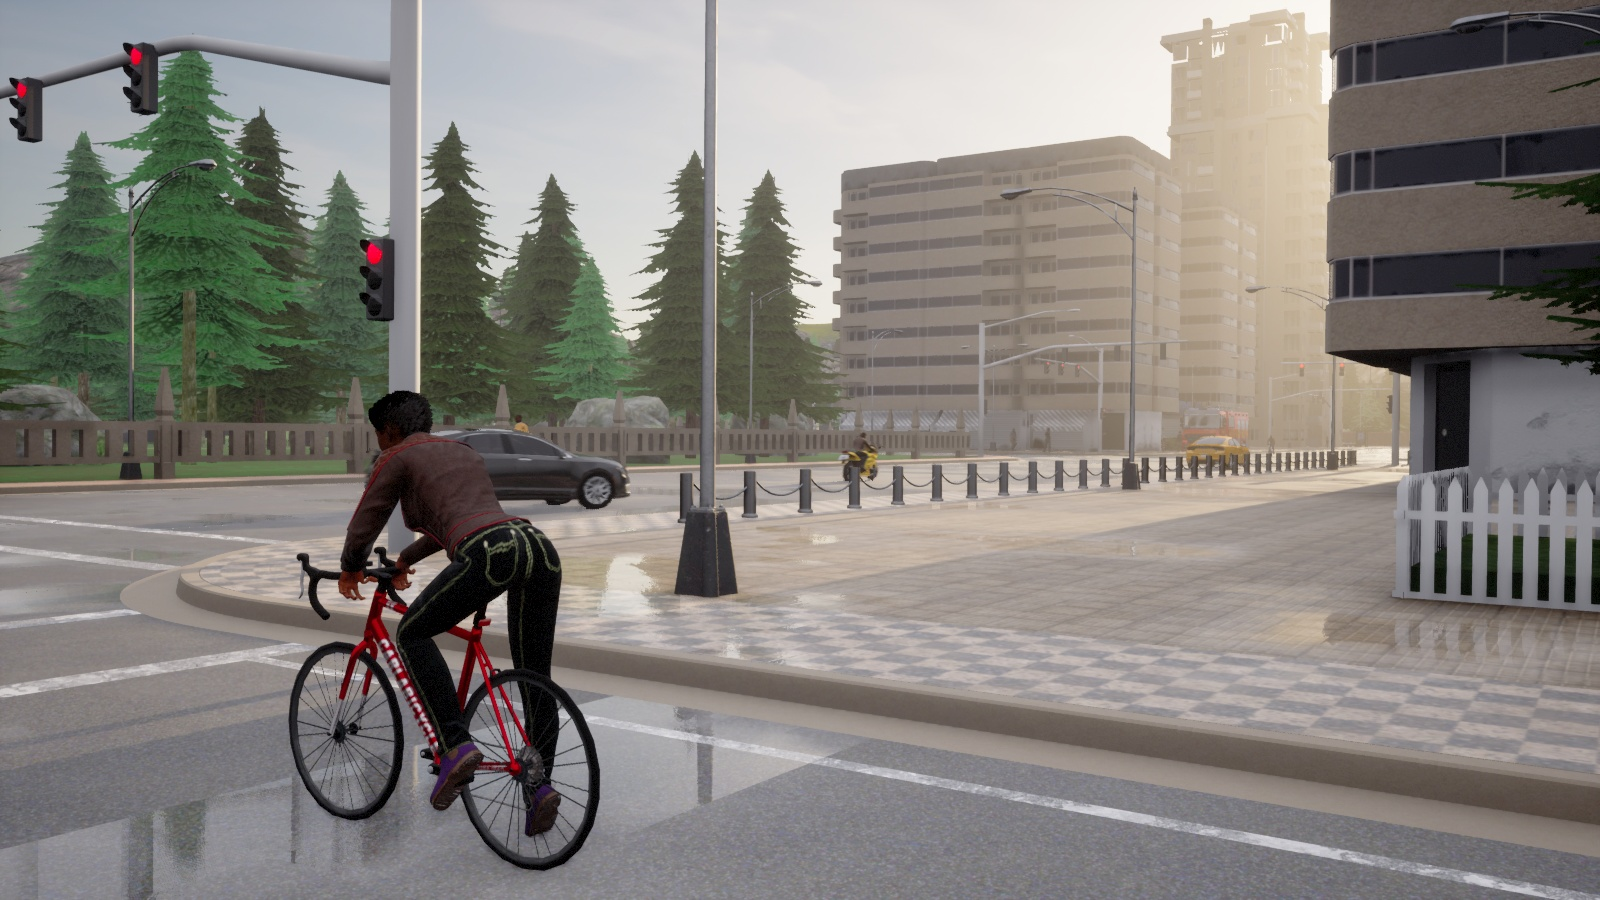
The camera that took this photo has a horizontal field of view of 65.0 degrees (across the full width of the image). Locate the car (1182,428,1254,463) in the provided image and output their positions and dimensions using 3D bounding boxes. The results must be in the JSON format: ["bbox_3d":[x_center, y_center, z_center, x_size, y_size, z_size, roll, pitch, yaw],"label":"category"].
[{"bbox_3d":[19.315,-0.256,57.875,1.882,1.535,5.008,0,1,34],"label":"car"}]

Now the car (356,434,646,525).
[{"bbox_3d":[-5.462,0.468,23.301,4.892,1.490,1.837,-1,1,-36],"label":"car"}]

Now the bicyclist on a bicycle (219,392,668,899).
[{"bbox_3d":[-1.313,0.635,4.495,1.656,1.620,0.582,0,1,34],"label":"bicyclist on a bicycle"}]

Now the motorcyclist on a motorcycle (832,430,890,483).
[{"bbox_3d":[1.859,0.178,37.959,0.797,1.523,2.044,0,1,34],"label":"motorcyclist on a motorcycle"}]
